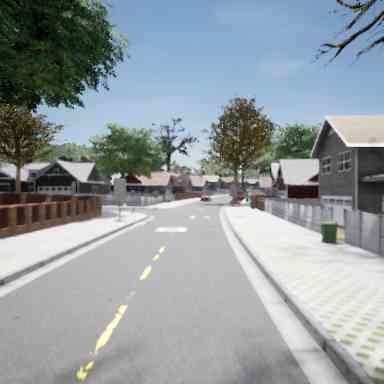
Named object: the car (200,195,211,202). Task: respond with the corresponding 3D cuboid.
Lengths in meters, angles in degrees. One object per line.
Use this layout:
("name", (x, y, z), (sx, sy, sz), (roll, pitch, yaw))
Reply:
("car", (2.804, 1.321, 67.534), (1.895, 1.301, 4.718), (0, 1, 10))
